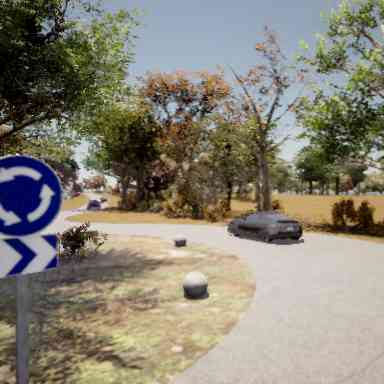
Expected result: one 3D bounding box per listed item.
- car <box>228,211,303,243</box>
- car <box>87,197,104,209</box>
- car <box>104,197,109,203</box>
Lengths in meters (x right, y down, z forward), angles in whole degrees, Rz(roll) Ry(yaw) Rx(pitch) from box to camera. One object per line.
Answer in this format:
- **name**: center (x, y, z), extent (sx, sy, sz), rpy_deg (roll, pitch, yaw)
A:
- **car**: center (3.589, 1.672, 16.934), extent (1.994, 1.385, 4.181), rpy_deg (0, -1, -26)
- **car**: center (-18.790, 2.283, 63.705), extent (2.097, 1.767, 4.553), rpy_deg (-2, 0, -8)
- **car**: center (-24.002, 2.127, 91.218), extent (1.837, 1.490, 4.892), rpy_deg (-1, 2, -15)
